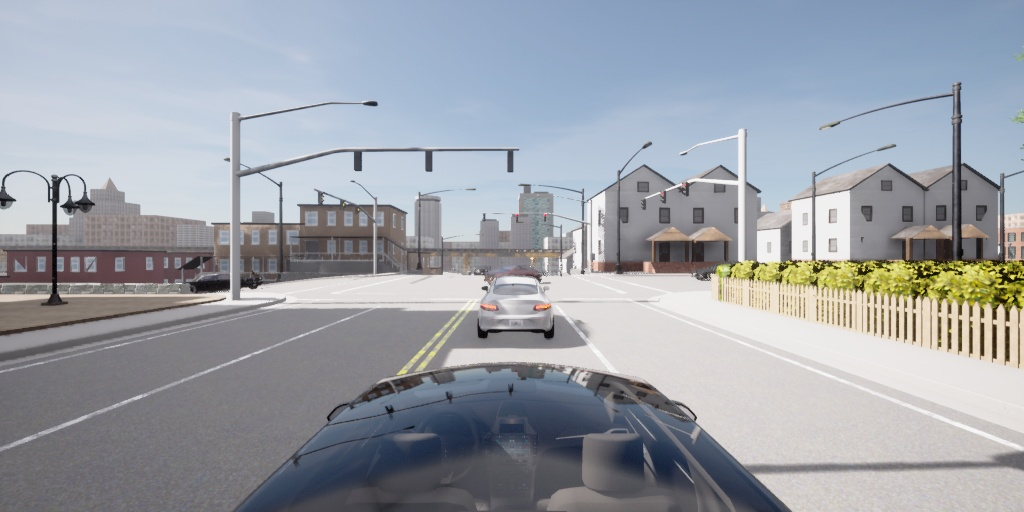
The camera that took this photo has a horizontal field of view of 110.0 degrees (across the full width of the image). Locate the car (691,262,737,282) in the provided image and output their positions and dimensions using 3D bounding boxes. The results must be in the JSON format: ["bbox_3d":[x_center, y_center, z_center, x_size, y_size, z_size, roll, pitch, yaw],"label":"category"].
[{"bbox_3d":[17.010,1.253,28.822,4.892,1.490,1.837,0,0,-1],"label":"car"}]

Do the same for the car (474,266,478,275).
[{"bbox_3d":[-3.516,2.162,45.252,2.150,2.045,5.566,0,-9,0],"label":"car"}]

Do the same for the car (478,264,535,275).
[{"bbox_3d":[0.090,1.274,24.848,4.181,1.385,1.994,0,0,-41],"label":"car"}]

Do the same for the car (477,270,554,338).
[{"bbox_3d":[0.102,1.276,10.011,1.812,1.442,4.674,0,0,0],"label":"car"}]

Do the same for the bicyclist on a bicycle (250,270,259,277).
[{"bbox_3d":[-25.565,2.214,35.591,0.582,1.620,1.656,-8,0,0],"label":"bicyclist on a bicycle"}]

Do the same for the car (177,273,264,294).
[{"bbox_3d":[-19.974,1.845,24.705,4.718,1.301,1.895,-4,0,-1],"label":"car"}]
